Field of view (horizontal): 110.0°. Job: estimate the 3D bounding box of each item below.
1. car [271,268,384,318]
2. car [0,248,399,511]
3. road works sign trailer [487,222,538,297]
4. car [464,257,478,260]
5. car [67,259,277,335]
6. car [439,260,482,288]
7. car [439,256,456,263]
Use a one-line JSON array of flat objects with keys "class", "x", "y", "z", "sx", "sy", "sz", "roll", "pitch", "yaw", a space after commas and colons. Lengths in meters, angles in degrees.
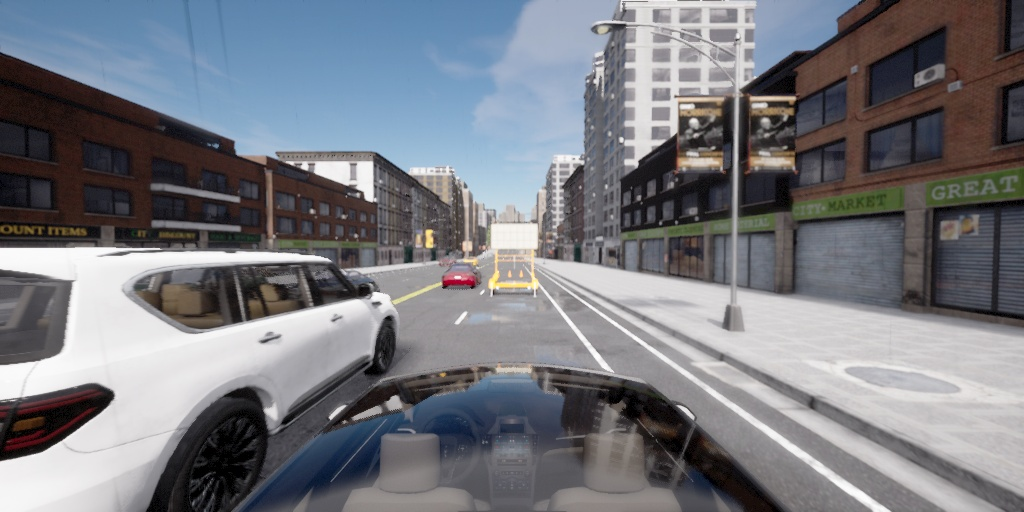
[{"class": "car", "x": -6.527, "y": 1.219, "z": 13.307, "sx": 1.994, "sy": 1.385, "sz": 4.181, "roll": 0, "pitch": 0, "yaw": 0}, {"class": "car", "x": -3.139, "y": 0.948, "z": 4.180, "sx": 2.150, "sy": 2.045, "sz": 5.566, "roll": 0, "pitch": 0, "yaw": 0}, {"class": "road works sign trailer", "x": 0.125, "y": 0.087, "z": 17.941, "sx": 2.380, "sy": 3.560, "sz": 2.880, "roll": 0, "pitch": 0, "yaw": 3}, {"class": "car", "x": -6.233, "y": 0.880, "z": 54.687, "sx": 1.882, "sy": 1.535, "sz": 5.008, "roll": 0, "pitch": 1, "yaw": 1}, {"class": "car", "x": -9.791, "y": 1.023, "z": 11.031, "sx": 2.097, "sy": 1.767, "sz": 4.553, "roll": 0, "pitch": 0, "yaw": 0}, {"class": "car", "x": -3.022, "y": 1.158, "z": 22.099, "sx": 1.994, "sy": 1.385, "sz": 4.181, "roll": 0, "pitch": 0, "yaw": 0}, {"class": "car", "x": -9.492, "y": 0.760, "z": 53.465, "sx": 2.097, "sy": 1.767, "sz": 4.553, "roll": 0, "pitch": 0, "yaw": 1}]
